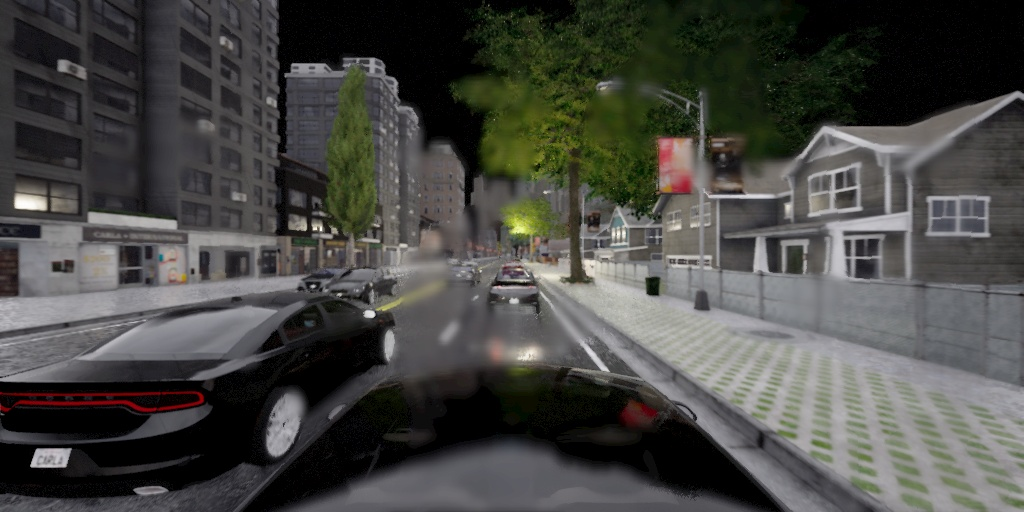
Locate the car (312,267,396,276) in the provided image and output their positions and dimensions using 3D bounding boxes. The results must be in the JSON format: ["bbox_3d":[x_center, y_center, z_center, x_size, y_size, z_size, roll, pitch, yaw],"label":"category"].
[{"bbox_3d":[-6.597,1.252,16.101,1.837,1.490,4.892,0,0,0],"label":"car"}]

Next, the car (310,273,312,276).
[{"bbox_3d":[-9.846,1.309,19.738,1.994,1.385,4.181,0,0,0],"label":"car"}]

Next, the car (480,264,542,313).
[{"bbox_3d":[0.102,1.239,13.980,2.128,1.511,4.902,0,0,0],"label":"car"}]

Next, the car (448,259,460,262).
[{"bbox_3d":[-9.783,1.178,61.064,2.128,1.511,4.902,0,0,1],"label":"car"}]

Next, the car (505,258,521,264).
[{"bbox_3d":[0.105,1.207,32.130,1.882,1.535,5.008,0,0,0],"label":"car"}]

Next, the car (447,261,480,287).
[{"bbox_3d":[-3.146,1.287,24.235,2.033,1.411,5.357,0,0,0],"label":"car"}]

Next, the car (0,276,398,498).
[{"bbox_3d":[-3.149,1.228,4.926,1.882,1.535,5.008,0,0,0],"label":"car"}]
